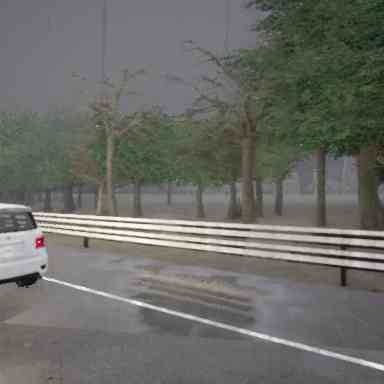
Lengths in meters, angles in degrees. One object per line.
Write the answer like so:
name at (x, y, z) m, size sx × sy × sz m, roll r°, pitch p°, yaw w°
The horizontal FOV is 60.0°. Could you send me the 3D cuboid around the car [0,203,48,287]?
car at (-5.882, 1.310, 8.382) m, size 5.566 × 2.045 × 2.150 m, roll -1°, pitch 0°, yaw 37°
